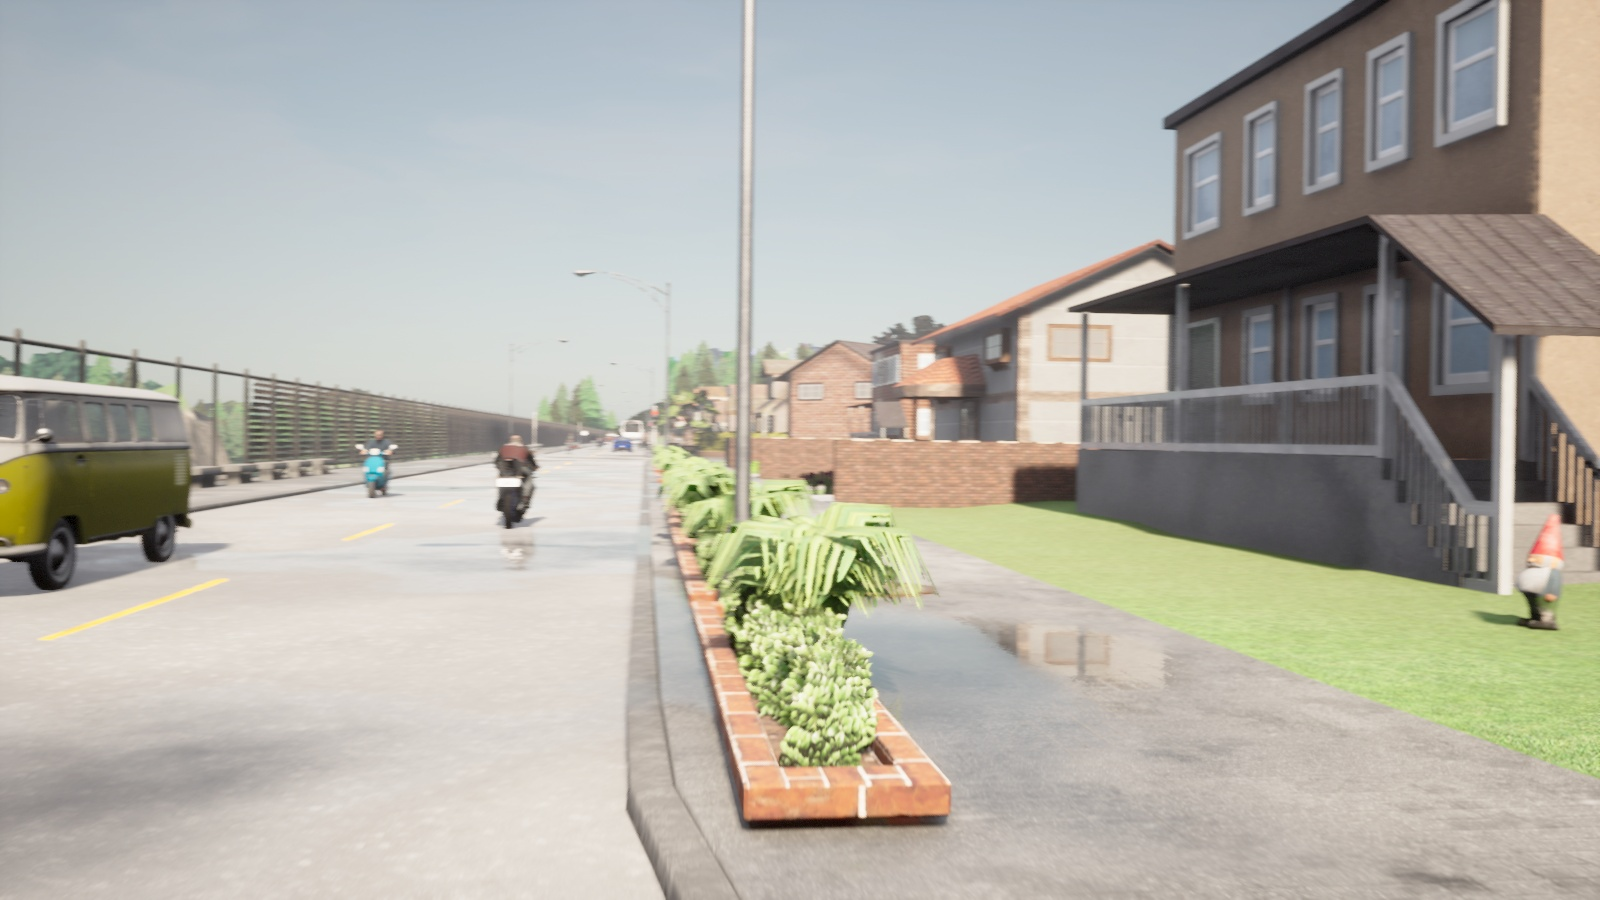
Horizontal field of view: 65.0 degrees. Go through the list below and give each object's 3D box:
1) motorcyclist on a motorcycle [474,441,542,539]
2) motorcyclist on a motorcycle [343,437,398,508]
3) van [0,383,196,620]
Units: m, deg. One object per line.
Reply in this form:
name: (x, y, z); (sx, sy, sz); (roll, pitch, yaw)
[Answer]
motorcyclist on a motorcycle: (-4.820, 0.617, 20.853); (0.866, 1.530, 2.191); (0, 0, -7)
motorcyclist on a motorcycle: (-9.913, 0.491, 29.048); (0.866, 1.590, 1.817); (0, 0, -7)
van: (-7.792, 0.418, 12.625); (1.775, 1.987, 4.442); (0, 0, -7)
